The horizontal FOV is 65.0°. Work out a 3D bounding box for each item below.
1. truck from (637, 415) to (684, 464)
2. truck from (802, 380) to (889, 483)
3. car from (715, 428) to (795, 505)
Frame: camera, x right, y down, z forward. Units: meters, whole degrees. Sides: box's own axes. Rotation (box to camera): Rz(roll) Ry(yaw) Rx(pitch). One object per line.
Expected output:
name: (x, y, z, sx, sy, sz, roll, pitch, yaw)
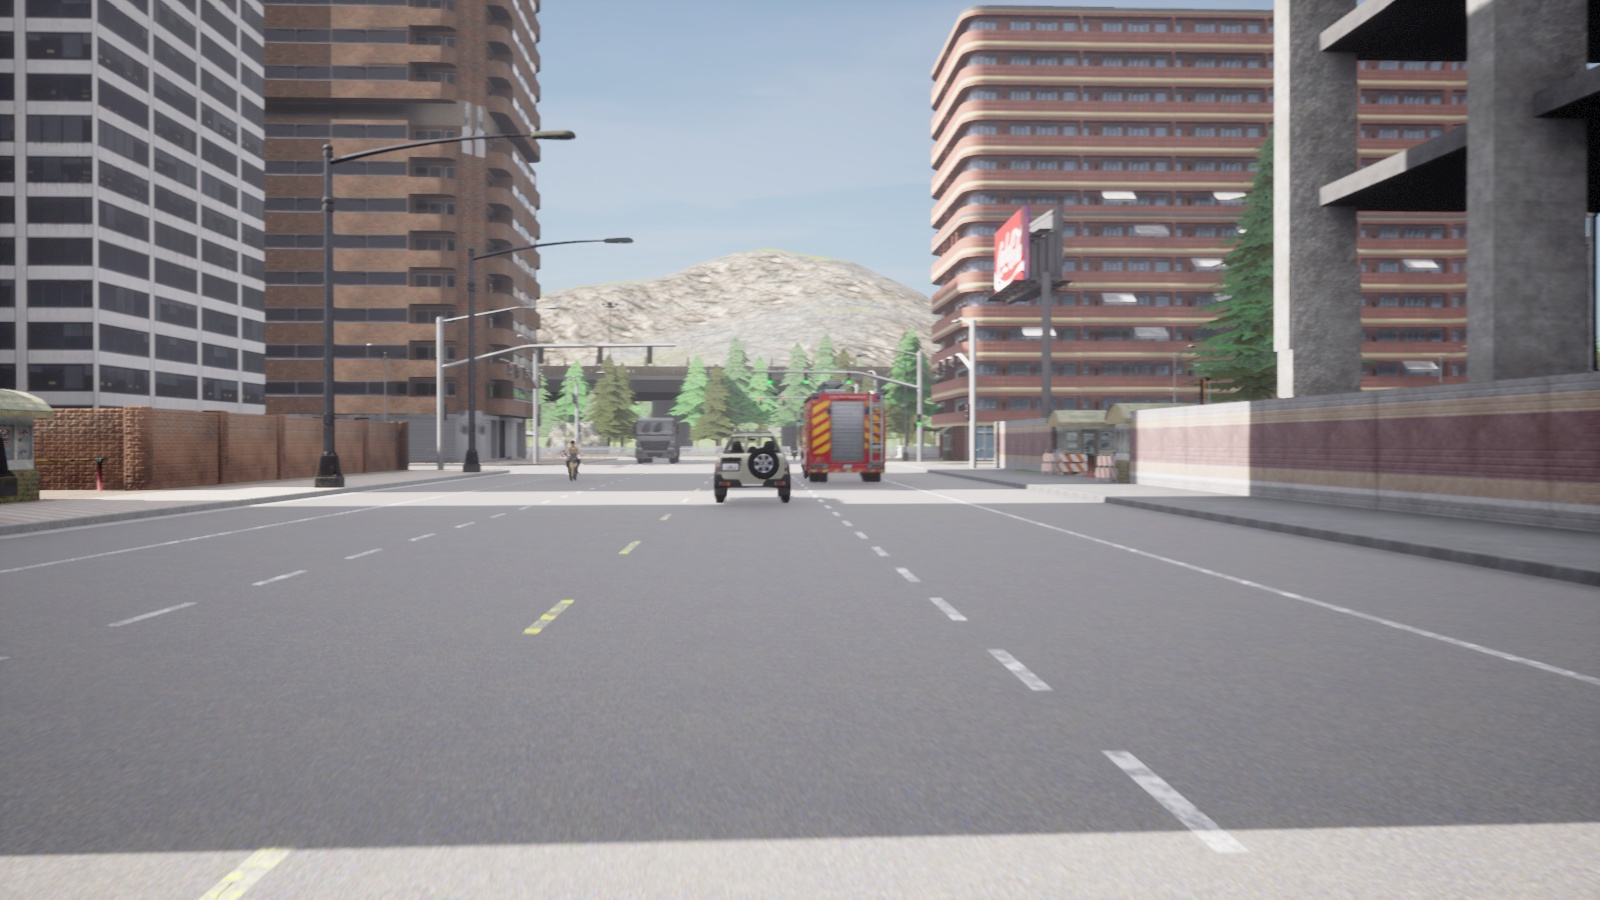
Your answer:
truck: (-10.352, -0.766, 93.739, 2.891, 3.462, 7.936, 0, 0, -2)
truck: (1.690, -0.704, 50.676, 2.891, 3.827, 8.468, 0, 0, -2)
car: (-1.177, 0.378, 32.699, 1.932, 1.855, 4.605, 0, 0, -2)
